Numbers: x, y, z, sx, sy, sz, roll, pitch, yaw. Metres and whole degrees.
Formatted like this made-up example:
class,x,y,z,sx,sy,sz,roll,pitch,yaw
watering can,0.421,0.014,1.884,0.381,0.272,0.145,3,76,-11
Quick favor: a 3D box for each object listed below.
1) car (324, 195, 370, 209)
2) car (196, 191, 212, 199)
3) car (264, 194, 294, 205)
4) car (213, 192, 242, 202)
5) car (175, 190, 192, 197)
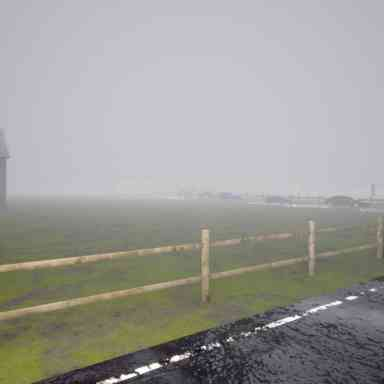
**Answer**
class,x,y,z,sx,sy,sz,roll,pitch,yaw
car,17.717,1.112,38.098,1.882,1.535,5.008,0,1,-36
car,2.653,0.597,65.423,1.837,1.490,4.892,0,1,-35
car,11.996,1.020,46.127,1.994,1.385,4.181,0,1,-34
car,6.097,0.751,54.376,1.882,1.535,5.008,0,1,-35
car,-1.916,0.362,71.761,1.837,1.490,4.892,0,1,-36
